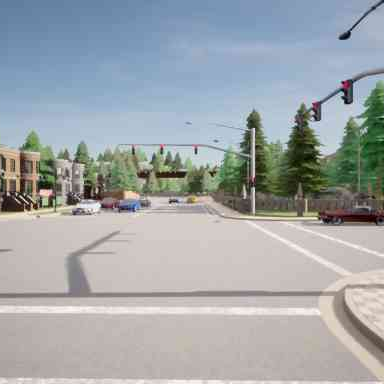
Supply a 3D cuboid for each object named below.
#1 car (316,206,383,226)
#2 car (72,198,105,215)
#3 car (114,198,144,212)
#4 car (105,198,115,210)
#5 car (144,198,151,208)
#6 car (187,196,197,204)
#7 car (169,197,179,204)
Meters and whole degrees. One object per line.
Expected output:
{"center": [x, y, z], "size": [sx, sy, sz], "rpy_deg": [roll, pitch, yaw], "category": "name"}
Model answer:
{"center": [11.142, 1.601, 22.901], "size": [4.718, 1.301, 1.895], "rpy_deg": [0, 0, 2], "category": "car"}
{"center": [-10.664, 1.526, 34.023], "size": [1.812, 1.442, 4.674], "rpy_deg": [0, 0, 0], "category": "car"}
{"center": [-7.172, 1.478, 38.363], "size": [1.882, 1.535, 5.008], "rpy_deg": [0, 0, 0], "category": "car"}
{"center": [-10.674, 1.478, 43.076], "size": [1.882, 1.535, 5.008], "rpy_deg": [0, 0, 0], "category": "car"}
{"center": [-7.164, 1.564, 48.350], "size": [1.994, 1.385, 4.181], "rpy_deg": [0, 0, 0], "category": "car"}
{"center": [-0.031, 1.478, 64.917], "size": [1.882, 1.535, 5.008], "rpy_deg": [0, 0, 0], "category": "car"}
{"center": [-3.531, 1.601, 65.200], "size": [1.895, 1.301, 4.718], "rpy_deg": [0, 0, 0], "category": "car"}
